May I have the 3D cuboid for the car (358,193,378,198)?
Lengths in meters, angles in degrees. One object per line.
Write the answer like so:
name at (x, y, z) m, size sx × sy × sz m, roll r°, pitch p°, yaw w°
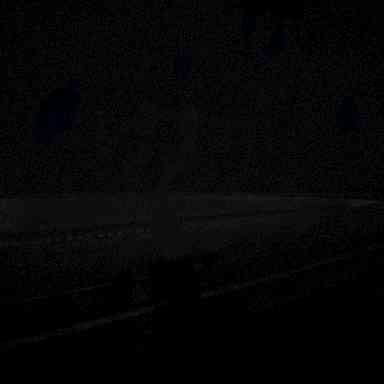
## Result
car at (42.237, 0.957, 80.815) m, size 1.895 × 1.301 × 4.718 m, roll -1°, pitch 0°, yaw 0°

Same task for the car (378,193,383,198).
car at (45.698, 0.847, 79.213) m, size 1.812 × 1.442 × 4.674 m, roll -1°, pitch 0°, yaw 2°
